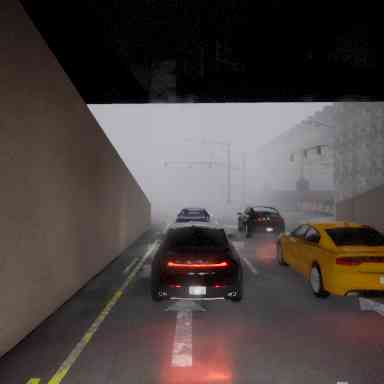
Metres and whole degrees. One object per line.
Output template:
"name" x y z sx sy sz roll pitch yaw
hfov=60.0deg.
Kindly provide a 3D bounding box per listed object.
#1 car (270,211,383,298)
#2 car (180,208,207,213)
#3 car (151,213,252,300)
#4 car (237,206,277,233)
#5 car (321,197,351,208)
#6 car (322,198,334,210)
"car" 3.598 1.478 8.594 1.882 1.535 5.008 0 0 0
"car" 0.100 1.547 18.085 2.033 1.411 5.357 0 0 3
"car" 0.105 1.505 8.339 1.837 1.490 4.892 0 0 0
"car" 3.629 1.505 17.970 1.837 1.490 4.892 0 0 0
"car" 17.649 1.295 40.670 4.536 1.218 1.853 0 0 -45
"car" 17.612 1.453 40.633 4.974 1.542 2.038 0 0 -45
